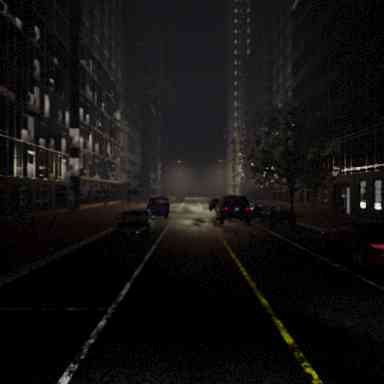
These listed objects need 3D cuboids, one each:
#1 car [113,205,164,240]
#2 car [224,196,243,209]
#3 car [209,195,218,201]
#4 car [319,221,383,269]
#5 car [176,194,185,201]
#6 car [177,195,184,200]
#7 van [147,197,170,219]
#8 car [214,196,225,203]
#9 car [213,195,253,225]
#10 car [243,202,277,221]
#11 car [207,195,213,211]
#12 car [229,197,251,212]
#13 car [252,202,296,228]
[{"bbox_3d":[-2.737,1.538,16.600,2.008,1.369,4.403,0,0,0],"label":"car"},{"bbox_3d":[5.578,1.422,45.078,1.967,1.590,4.097,0,0,0],"label":"car"},{"bbox_3d":[5.486,1.460,84.925,1.947,1.339,4.313,0,0,0],"label":"car"},{"bbox_3d":[5.657,1.602,10.924,1.802,1.307,4.206,0,0,0],"label":"car"},{"bbox_3d":[-2.881,1.424,79.220,1.887,1.381,4.507,0,0,0],"label":"car"},{"bbox_3d":[-2.895,1.446,84.913,1.802,1.307,4.206,0,0,0],"label":"car"},{"bbox_3d":[-2.762,1.319,27.985,1.690,1.788,3.998,0,0,0],"label":"van"},{"bbox_3d":[5.525,1.483,67.848,1.887,1.381,4.507,0,0,0],"label":"car"},{"bbox_3d":[2.965,1.225,24.635,2.150,2.045,5.566,0,0,0],"label":"car"},{"bbox_3d":[5.617,1.559,28.001,2.008,1.369,4.403,0,0,0],"label":"car"},{"bbox_3d":[2.931,1.487,39.769,1.837,1.490,4.892,0,1,0],"label":"car"},{"bbox_3d":[5.592,1.431,39.386,1.967,1.590,4.097,0,0,0],"label":"car"},{"bbox_3d":[5.630,1.565,22.309,2.008,1.369,4.403,0,0,0],"label":"car"}]
